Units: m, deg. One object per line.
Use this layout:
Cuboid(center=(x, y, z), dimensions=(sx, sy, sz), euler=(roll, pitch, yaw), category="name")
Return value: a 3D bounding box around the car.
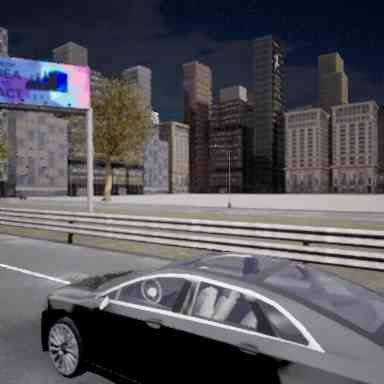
Cuboid(center=(0.172, 1.489, 3.869), dimensions=(4.902, 1.511, 2.128), euler=(0, 0, 35), category="car")
